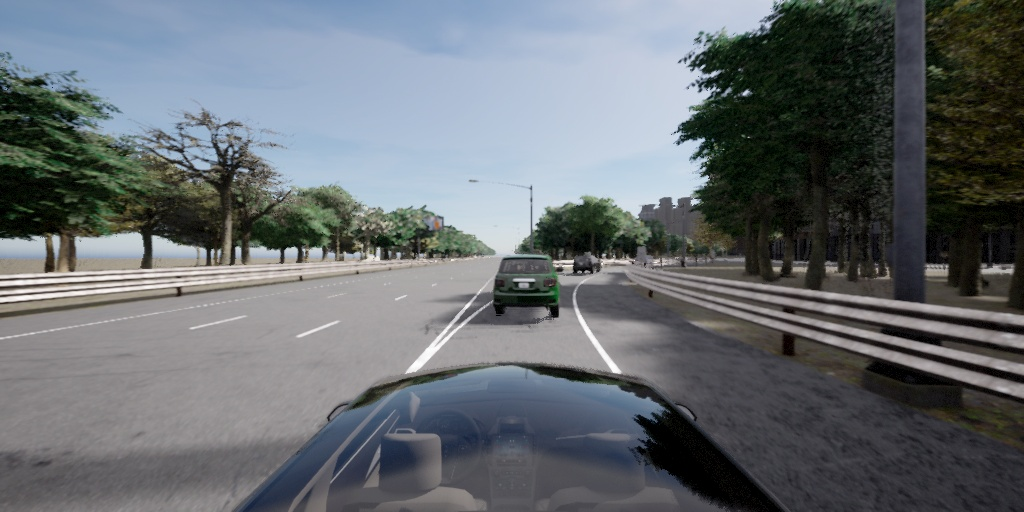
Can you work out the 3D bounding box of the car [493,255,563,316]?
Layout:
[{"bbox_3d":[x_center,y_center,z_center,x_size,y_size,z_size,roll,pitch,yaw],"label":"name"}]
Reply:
[{"bbox_3d":[0.712,0.979,13.459,2.150,2.045,5.566,0,0,8],"label":"car"}]

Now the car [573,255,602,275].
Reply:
[{"bbox_3d":[8.311,0.960,39.497,2.150,2.045,5.566,0,0,25],"label":"car"}]

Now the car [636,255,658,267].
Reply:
[{"bbox_3d":[22.964,0.880,61.061,2.150,2.045,5.566,0,0,43],"label":"car"}]
